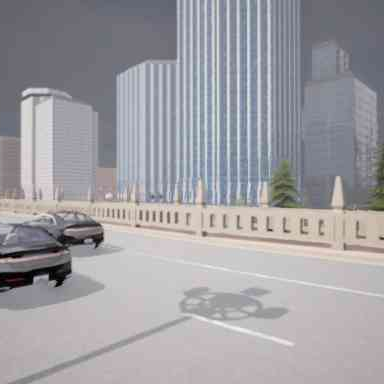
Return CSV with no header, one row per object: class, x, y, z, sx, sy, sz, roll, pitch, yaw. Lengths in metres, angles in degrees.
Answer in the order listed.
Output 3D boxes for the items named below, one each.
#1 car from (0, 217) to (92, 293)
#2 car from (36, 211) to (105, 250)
car,-4.823,1.513,8.185,4.902,1.511,2.128,0,0,41
car,-5.457,1.532,13.532,4.902,1.511,2.128,0,0,43
